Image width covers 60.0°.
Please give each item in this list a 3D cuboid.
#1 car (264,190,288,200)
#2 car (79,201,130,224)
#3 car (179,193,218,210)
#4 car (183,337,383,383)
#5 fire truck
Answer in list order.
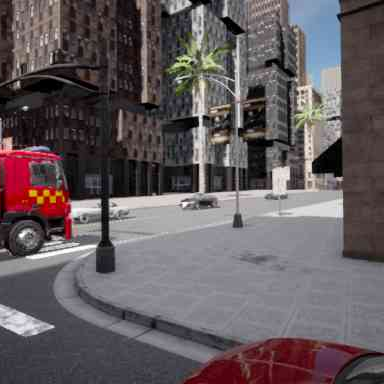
[{"bbox_3d":[12.397,0.437,48.848,2.033,1.411,5.357,-1,1,36],"label":"car"},{"bbox_3d":[-6.448,1.301,22.238,1.895,1.301,4.718,-1,1,35],"label":"car"},{"bbox_3d":[0.723,0.907,32.416,2.128,1.511,4.902,-1,1,35],"label":"car"},{"bbox_3d":[1.899,1.544,1.625,4.507,1.381,1.887,0,-1,35],"label":"car"},{"bbox_3d":[-7.703,0.193,9.007,2.891,3.827,8.468,-1,1,35],"label":"fire truck"}]
